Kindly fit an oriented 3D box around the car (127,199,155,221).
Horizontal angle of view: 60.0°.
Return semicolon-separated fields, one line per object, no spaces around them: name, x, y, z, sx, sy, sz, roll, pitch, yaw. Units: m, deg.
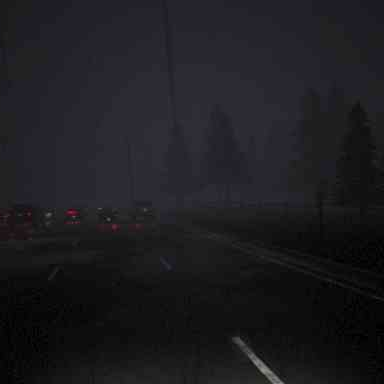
car;-5.164;1.812;34.520;2.150;2.045;5.566;-2;-1;-14

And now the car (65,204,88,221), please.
car;-13.094;2.396;37.471;1.837;1.490;4.892;-2;-1;-15

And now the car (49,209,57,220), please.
car;-17.377;2.665;39.772;1.895;1.301;4.718;-2;-1;-14

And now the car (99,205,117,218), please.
car;-10.637;2.428;41.911;1.994;1.385;4.181;-2;-1;-15

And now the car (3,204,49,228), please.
car;-14.871;2.085;30.132;2.150;2.045;5.566;-2;-1;-14

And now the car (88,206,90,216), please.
car;-15.361;2.426;46.130;2.097;1.767;4.553;-2;-1;-15

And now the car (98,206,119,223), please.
car;-8.356;2.283;33.188;1.895;1.301;4.718;-2;-1;-15

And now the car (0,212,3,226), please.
car;-17.975;2.426;28.473;1.882;1.535;5.008;-2;-1;-15

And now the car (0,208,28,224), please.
car;-20.584;2.700;38.144;2.033;1.411;5.357;-2;-1;-14
